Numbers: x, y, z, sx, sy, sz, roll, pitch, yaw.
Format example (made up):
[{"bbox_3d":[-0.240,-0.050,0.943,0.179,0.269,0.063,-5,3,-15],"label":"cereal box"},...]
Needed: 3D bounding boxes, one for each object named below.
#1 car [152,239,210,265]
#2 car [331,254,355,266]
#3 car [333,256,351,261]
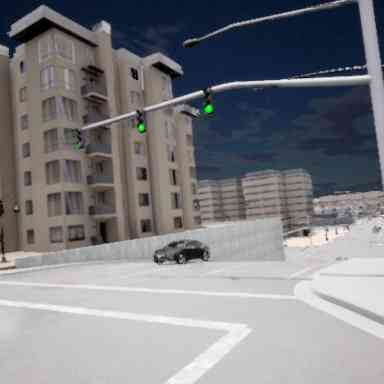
[{"bbox_3d":[-0.602,3.818,21.414,1.837,1.490,4.892,-8,-11,32],"label":"car"},{"bbox_3d":[25.313,11.373,55.651,5.008,1.535,1.882,3,-10,-44],"label":"car"},{"bbox_3d":[22.023,10.578,49.019,1.837,1.490,4.892,-8,-12,32],"label":"car"}]
